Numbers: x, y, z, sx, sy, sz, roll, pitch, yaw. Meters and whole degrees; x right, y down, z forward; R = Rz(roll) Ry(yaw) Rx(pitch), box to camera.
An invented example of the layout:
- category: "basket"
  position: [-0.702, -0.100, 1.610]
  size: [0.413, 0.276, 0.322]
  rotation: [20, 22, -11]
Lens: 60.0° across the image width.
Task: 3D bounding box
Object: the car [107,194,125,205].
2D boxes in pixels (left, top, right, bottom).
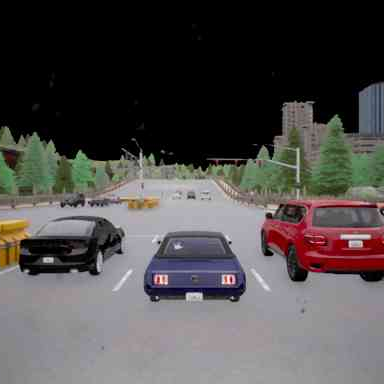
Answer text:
- category: "car"
  position: [-14.106, 1.525, 60.640]
  size: [1.812, 1.442, 4.674]
  rotation: [0, 0, 0]

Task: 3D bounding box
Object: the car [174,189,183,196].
- category: "car"
  position: [-3.713, 0.162, 91.359]
  size: [2.128, 1.511, 4.902]
  rotation: [0, 7, 0]

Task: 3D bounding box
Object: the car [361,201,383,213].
- category: "car"
  position: [21.117, 1.600, 35.888]
  size: [4.718, 1.301, 1.895]
  rotation: [0, 0, 0]

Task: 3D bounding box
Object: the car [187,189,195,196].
- category: "car"
  position: [-0.213, 0.162, 91.380]
  size: [2.128, 1.511, 4.902]
  rotation: [0, 7, 0]

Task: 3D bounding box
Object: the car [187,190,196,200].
- category: "car"
  position: [-0.151, 0.833, 81.190]
  size: [2.097, 1.767, 4.553]
  rotation: [0, 4, 0]

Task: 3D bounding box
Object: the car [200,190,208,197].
- category: "car"
  position: [3.294, 0.346, 90.287]
  size: [1.895, 1.301, 4.718]
  rotation: [0, 7, 0]

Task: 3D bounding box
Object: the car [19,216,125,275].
- category: "car"
  position: [-3.427, 1.477, 10.438]
  size: [1.882, 1.535, 5.008]
  rotation: [0, 0, 0]

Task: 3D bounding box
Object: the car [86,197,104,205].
- category: "car"
  position: [-17.602, 1.600, 60.606]
  size: [1.895, 1.301, 4.718]
  rotation: [0, 0, 0]

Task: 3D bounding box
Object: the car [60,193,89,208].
- category: "car"
  position: [-17.627, 1.221, 49.469]
  size: [2.150, 2.045, 5.566]
  rotation: [0, 0, 0]

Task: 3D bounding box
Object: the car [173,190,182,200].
- category: "car"
  position: [-3.651, 1.003, 81.138]
  size: [1.812, 1.442, 4.674]
  rotation: [0, 4, 0]

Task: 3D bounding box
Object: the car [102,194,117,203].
- category: "car"
  position: [-17.590, 1.269, 71.078]
  size: [2.097, 1.767, 4.553]
  rotation: [0, 1, 0]

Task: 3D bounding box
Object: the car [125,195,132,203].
- category: "car"
  position: [-14.089, 1.400, 70.826]
  size: [1.882, 1.535, 5.008]
  rotation: [0, 1, 0]

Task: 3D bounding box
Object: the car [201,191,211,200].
- category: "car"
  position: [3.357, 0.793, 79.828]
  size: [2.150, 2.045, 5.566]
  rotation: [0, 3, 0]

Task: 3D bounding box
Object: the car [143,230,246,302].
- category: "car"
  position: [0.064, 1.601, 8.215]
  size: [1.895, 1.301, 4.718]
  rotation: [0, 0, 0]

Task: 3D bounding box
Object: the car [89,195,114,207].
- category: "car"
  position: [-14.121, 1.547, 51.236]
  size: [2.033, 1.411, 5.357]
  rotation: [0, 0, 0]

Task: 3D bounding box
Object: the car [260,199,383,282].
- category: "car"
  position: [3.568, 1.221, 9.898]
  size: [2.150, 2.045, 5.566]
  rotation: [0, 0, 0]
